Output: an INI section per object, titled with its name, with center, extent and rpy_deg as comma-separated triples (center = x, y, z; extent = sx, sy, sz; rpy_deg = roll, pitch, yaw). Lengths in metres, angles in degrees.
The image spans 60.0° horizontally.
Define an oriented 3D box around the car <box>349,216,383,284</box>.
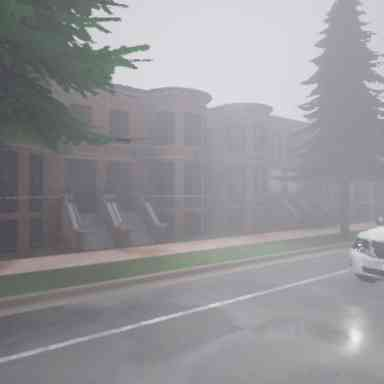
[car]
center = 6.342, 1.222, 8.514
extent = 5.566, 2.045, 2.150
rpy_deg = 0, 0, -35
